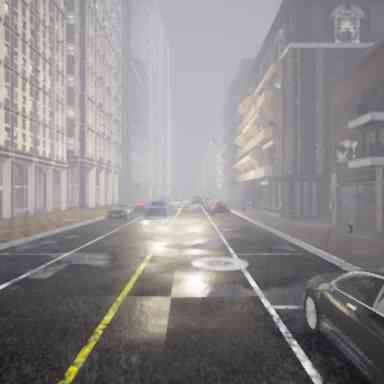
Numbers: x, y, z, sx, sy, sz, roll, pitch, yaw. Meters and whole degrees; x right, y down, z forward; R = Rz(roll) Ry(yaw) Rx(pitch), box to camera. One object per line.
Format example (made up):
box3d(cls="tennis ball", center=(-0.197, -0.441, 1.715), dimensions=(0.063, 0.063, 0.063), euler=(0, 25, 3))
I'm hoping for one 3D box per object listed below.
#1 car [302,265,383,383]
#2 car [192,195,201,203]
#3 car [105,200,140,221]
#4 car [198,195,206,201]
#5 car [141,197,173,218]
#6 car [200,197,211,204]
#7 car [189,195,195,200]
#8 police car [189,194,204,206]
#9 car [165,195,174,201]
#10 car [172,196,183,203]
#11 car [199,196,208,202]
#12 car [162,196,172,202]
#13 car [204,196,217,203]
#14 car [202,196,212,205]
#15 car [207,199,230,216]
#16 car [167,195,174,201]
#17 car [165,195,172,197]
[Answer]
box3d(cls="car", center=(2.692, 1.551, 3.951), dimensions=(2.008, 1.369, 4.403), euler=(0, 0, 0))
box3d(cls="car", center=(0.902, 1.489, 71.690), dimensions=(1.801, 1.575, 5.366), euler=(0, 0, 0))
box3d(cls="car", center=(-5.688, 1.555, 26.546), dimensions=(2.008, 1.369, 4.403), euler=(0, 0, 0))
box3d(cls="car", center=(2.692, 1.493, 88.680), dimensions=(1.967, 1.590, 4.097), euler=(0, 0, 0))
box3d(cls="car", center=(-3.095, 1.483, 30.162), dimensions=(1.882, 1.535, 5.008), euler=(0, 0, 0))
box3d(cls="car", center=(2.692, 1.594, 66.086), dimensions=(1.947, 1.339, 4.313), euler=(0, 0, 0))
box3d(cls="car", center=(0.003, 1.449, 90.642), dimensions=(1.812, 1.442, 4.674), euler=(0, 0, 0))
box3d(cls="police car", center=(0.901, 1.446, 55.610), dimensions=(1.930, 1.638, 5.238), euler=(0, 0, 0))
box3d(cls="car", center=(-5.689, 1.486, 83.032), dimensions=(1.967, 1.590, 4.097), euler=(0, 0, 0))
box3d(cls="car", center=(-2.999, 1.566, 72.042), dimensions=(2.033, 1.411, 5.357), euler=(0, 0, 0))
box3d(cls="car", center=(2.692, 1.590, 77.383), dimensions=(2.008, 1.369, 4.403), euler=(0, 0, 0))
box3d(cls="car", center=(-5.688, 1.590, 77.382), dimensions=(2.008, 1.369, 4.403), euler=(0, 0, 0))
box3d(cls="car", center=(2.692, 1.450, 37.843), dimensions=(1.967, 1.590, 4.097), euler=(0, 0, 0))
box3d(cls="car", center=(2.692, 1.549, 60.607), dimensions=(1.752, 1.417, 4.829), euler=(0, 0, 0))
box3d(cls="car", center=(2.692, 1.589, 32.195), dimensions=(1.802, 1.307, 4.206), euler=(0, 0, 0))
box3d(cls="car", center=(-5.689, 1.578, 88.510), dimensions=(1.752, 1.417, 4.829), euler=(0, 0, 0))
box3d(cls="car", center=(-5.689, 1.594, 66.085), dimensions=(1.947, 1.339, 4.313), euler=(0, 0, 0))
